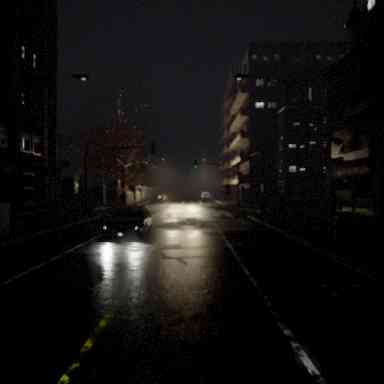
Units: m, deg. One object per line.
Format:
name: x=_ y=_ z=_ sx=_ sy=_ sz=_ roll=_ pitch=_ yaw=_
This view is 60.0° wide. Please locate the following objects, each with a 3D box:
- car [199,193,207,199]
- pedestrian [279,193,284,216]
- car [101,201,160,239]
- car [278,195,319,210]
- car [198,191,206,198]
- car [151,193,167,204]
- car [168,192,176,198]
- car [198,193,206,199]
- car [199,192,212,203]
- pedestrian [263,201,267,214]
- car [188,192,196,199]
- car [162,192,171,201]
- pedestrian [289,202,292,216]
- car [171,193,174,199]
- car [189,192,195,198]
car: x=2.702 y=1.054 z=82.466 sx=2.008 sy=1.369 sz=4.403 roll=0 pitch=0 yaw=0
pedestrian: x=7.138 y=0.975 z=26.784 sx=0.375 sy=1.860 sz=0.375 roll=0 pitch=0 yaw=0
car: x=-3.074 y=1.430 z=16.953 sx=2.033 sy=1.411 sz=5.357 roll=0 pitch=0 yaw=0
car: x=13.471 y=1.322 z=41.992 sx=5.009 sy=1.841 sz=2.192 roll=1 pitch=-1 yaw=-1
car: x=2.704 y=0.764 z=93.725 sx=2.192 sy=1.841 sz=5.009 roll=0 pitch=0 yaw=0
car: x=-5.681 y=1.218 z=54.316 sx=1.947 sy=1.339 sz=4.313 roll=0 pitch=0 yaw=0
car: x=-5.676 y=0.889 z=93.727 sx=1.967 sy=1.590 sz=4.097 roll=0 pitch=0 yaw=0
car: x=2.703 y=1.020 z=88.096 sx=1.887 sy=1.381 sz=4.507 roll=0 pitch=0 yaw=0
car: x=2.700 y=1.165 z=59.945 sx=1.887 sy=1.381 sz=4.507 roll=0 pitch=0 yaw=0
pedestrian: x=6.139 y=1.330 z=27.986 sx=0.500 sy=1.100 sz=0.500 roll=0 pitch=0 yaw=0
car: x=0.010 y=1.039 z=83.031 sx=2.033 sy=1.411 sz=5.357 roll=0 pitch=0 yaw=0
car: x=-5.679 y=1.116 z=65.407 sx=1.752 sy=1.417 sz=4.829 roll=0 pitch=0 yaw=0
pedestrian: x=8.139 y=1.383 z=27.386 sx=0.500 sy=1.100 sz=0.500 roll=0 pitch=0 yaw=0
car: x=-5.679 y=0.875 z=71.206 sx=2.192 sy=1.841 sz=5.009 roll=0 pitch=0 yaw=0
car: x=0.012 y=0.828 z=93.449 sx=1.837 sy=1.490 sz=4.892 roll=0 pitch=0 yaw=0
